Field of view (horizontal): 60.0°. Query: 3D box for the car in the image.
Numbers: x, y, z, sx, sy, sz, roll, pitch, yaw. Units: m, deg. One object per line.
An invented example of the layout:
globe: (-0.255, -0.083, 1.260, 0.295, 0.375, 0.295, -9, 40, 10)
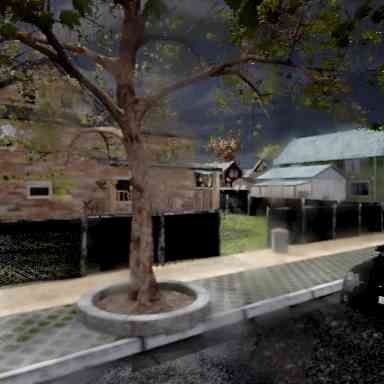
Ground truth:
car: (4.740, 1.565, 6.450, 4.181, 1.385, 1.994, 0, 0, -35)
